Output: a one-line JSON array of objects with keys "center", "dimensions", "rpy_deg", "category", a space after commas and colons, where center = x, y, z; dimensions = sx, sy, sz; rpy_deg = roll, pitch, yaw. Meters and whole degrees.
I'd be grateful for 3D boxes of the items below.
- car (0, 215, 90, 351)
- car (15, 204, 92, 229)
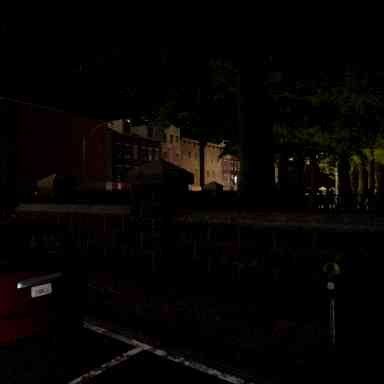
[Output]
[{"center": [-3.830, 1.318, 5.564], "dimensions": [5.009, 1.841, 2.192], "rpy_deg": [0, -1, 36], "category": "car"}, {"center": [-9.369, 1.583, 22.910], "dimensions": [1.812, 1.442, 4.674], "rpy_deg": [-1, -1, 35], "category": "car"}]
